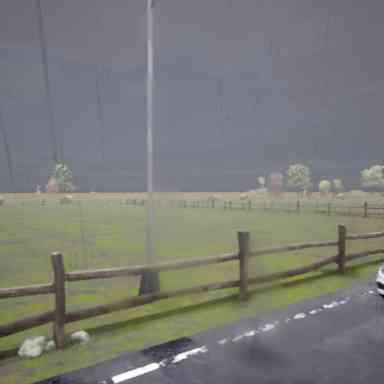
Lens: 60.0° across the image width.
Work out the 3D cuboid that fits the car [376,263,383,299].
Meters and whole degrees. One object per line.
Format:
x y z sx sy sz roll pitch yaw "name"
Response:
5.855 1.529 7.149 4.674 1.442 1.812 0 0 -35 "car"
